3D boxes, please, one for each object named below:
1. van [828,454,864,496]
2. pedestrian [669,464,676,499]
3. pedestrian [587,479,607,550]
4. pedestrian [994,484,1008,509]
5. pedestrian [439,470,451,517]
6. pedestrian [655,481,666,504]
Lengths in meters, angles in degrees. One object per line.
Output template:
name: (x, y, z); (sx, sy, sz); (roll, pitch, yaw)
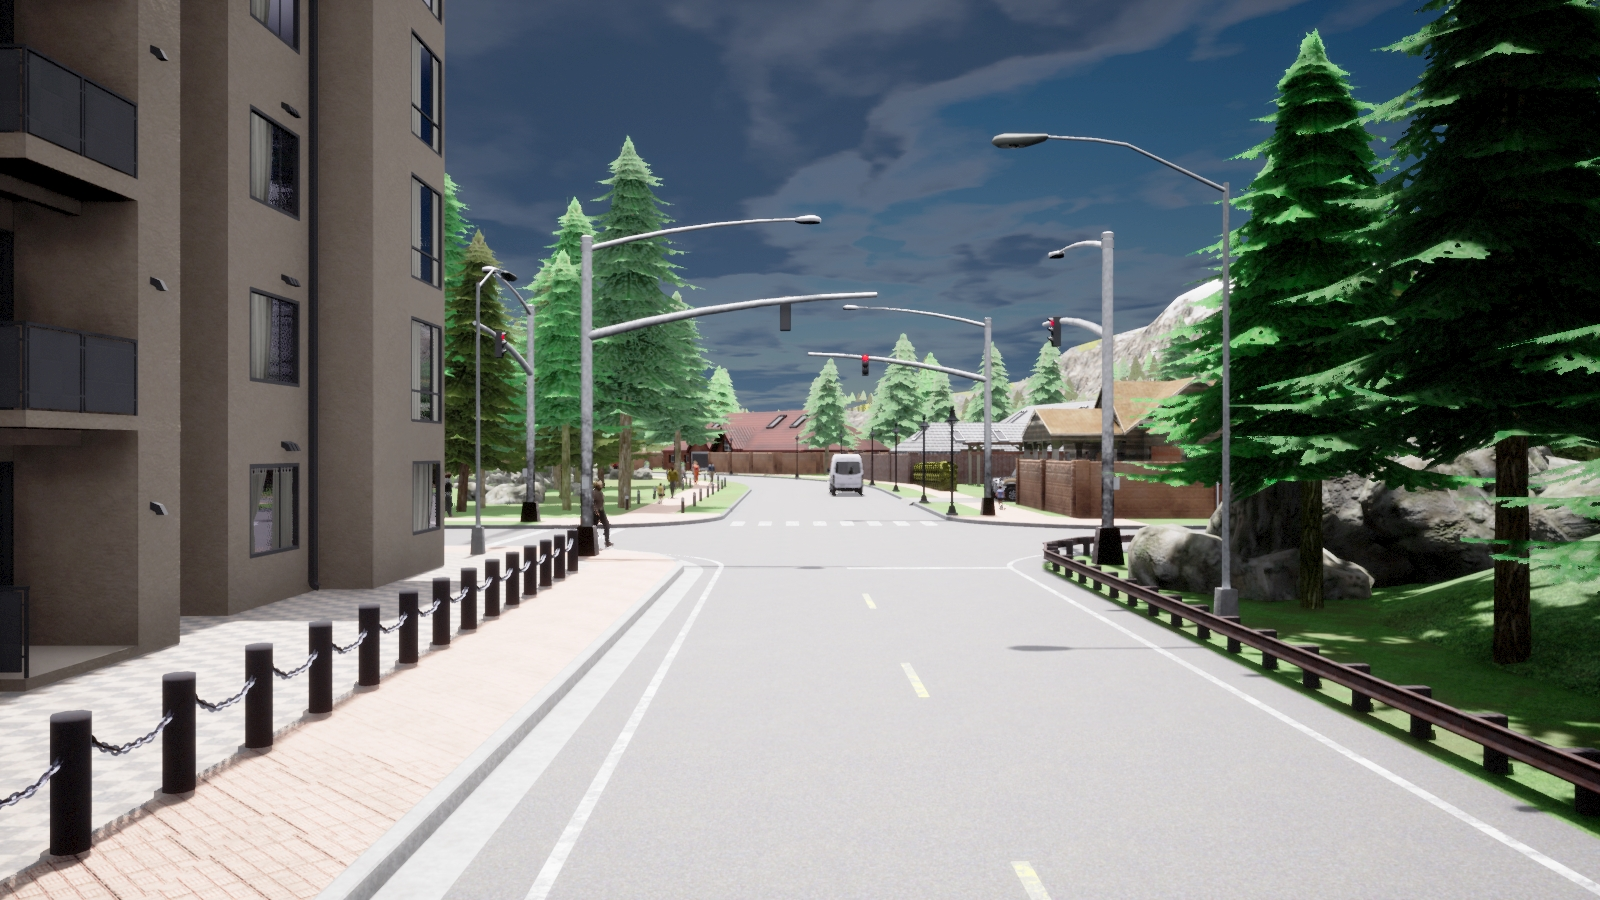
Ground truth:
van: (2.907, 1.546, 73.358); (1.988, 2.561, 5.915); (0, 0, -1)
pedestrian: (-6.873, 1.701, 61.684); (0.375, 1.860, 0.375); (0, 0, -1)
pedestrian: (-5.381, 1.698, 30.292); (0.375, 1.860, 0.375); (0, 0, 35)
pedestrian: (8.942, 2.079, 50.792); (0.500, 1.100, 0.500); (0, 0, -6)
pedestrian: (-13.932, 1.705, 44.823); (0.375, 1.860, 0.375); (0, 0, 2)
pedestrian: (-6.874, 2.078, 56.356); (0.500, 1.100, 0.500); (0, 0, -1)
